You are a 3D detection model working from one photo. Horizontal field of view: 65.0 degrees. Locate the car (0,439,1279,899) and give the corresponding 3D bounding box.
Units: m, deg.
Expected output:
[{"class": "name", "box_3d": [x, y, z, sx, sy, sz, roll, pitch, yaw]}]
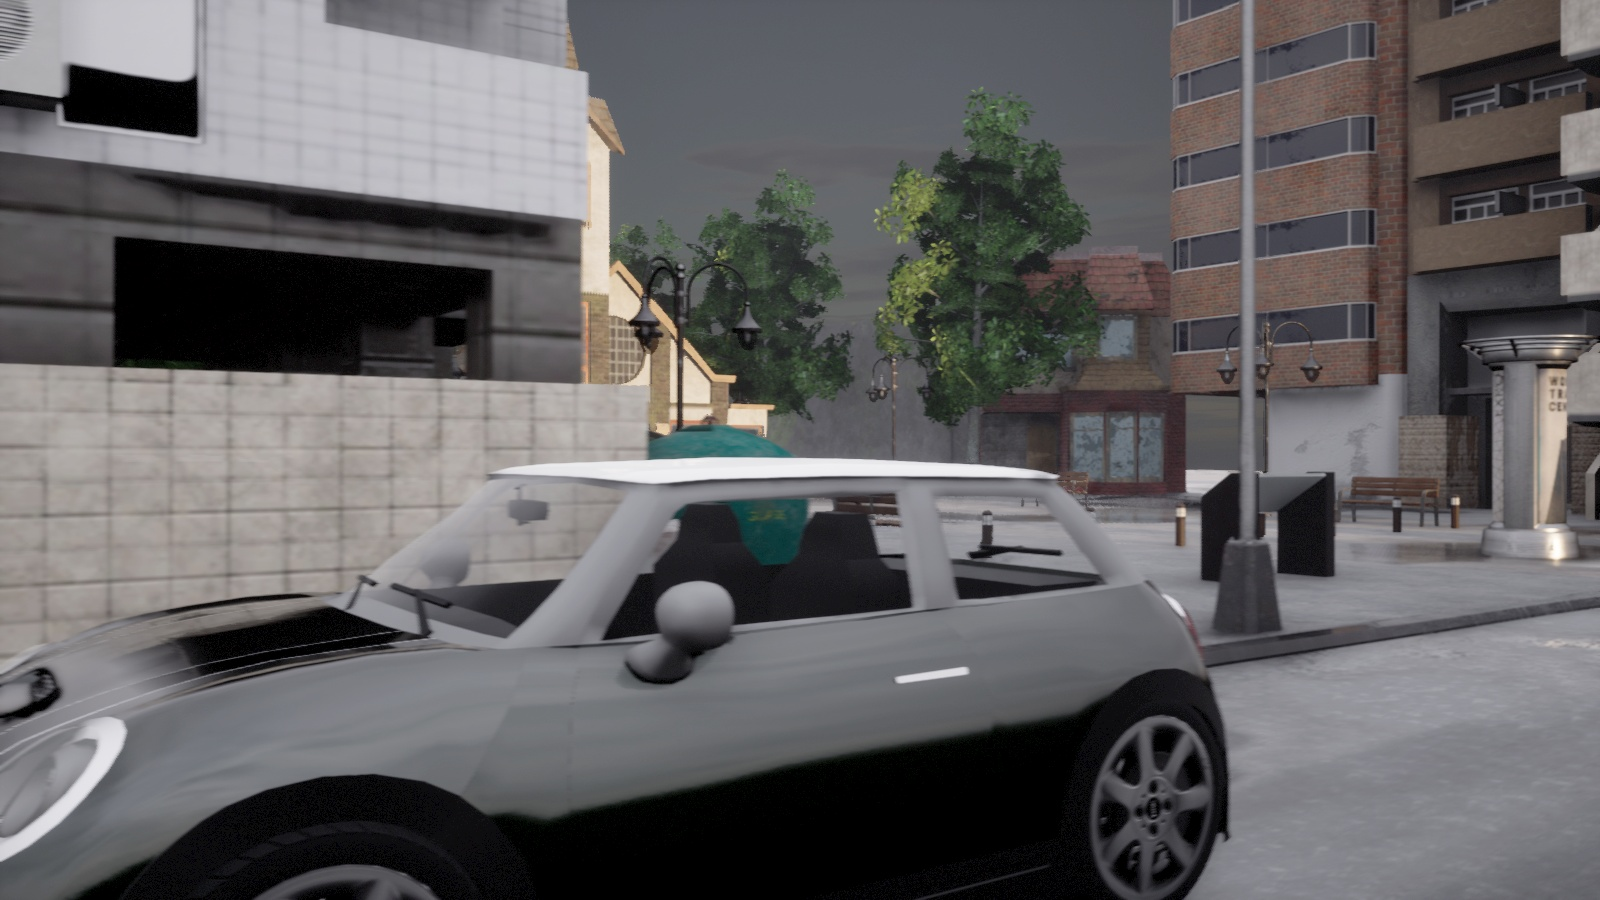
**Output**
[{"class": "car", "box_3d": [-0.546, 0.720, 3.887, 3.806, 1.475, 1.970, 0, 0, -34]}]
